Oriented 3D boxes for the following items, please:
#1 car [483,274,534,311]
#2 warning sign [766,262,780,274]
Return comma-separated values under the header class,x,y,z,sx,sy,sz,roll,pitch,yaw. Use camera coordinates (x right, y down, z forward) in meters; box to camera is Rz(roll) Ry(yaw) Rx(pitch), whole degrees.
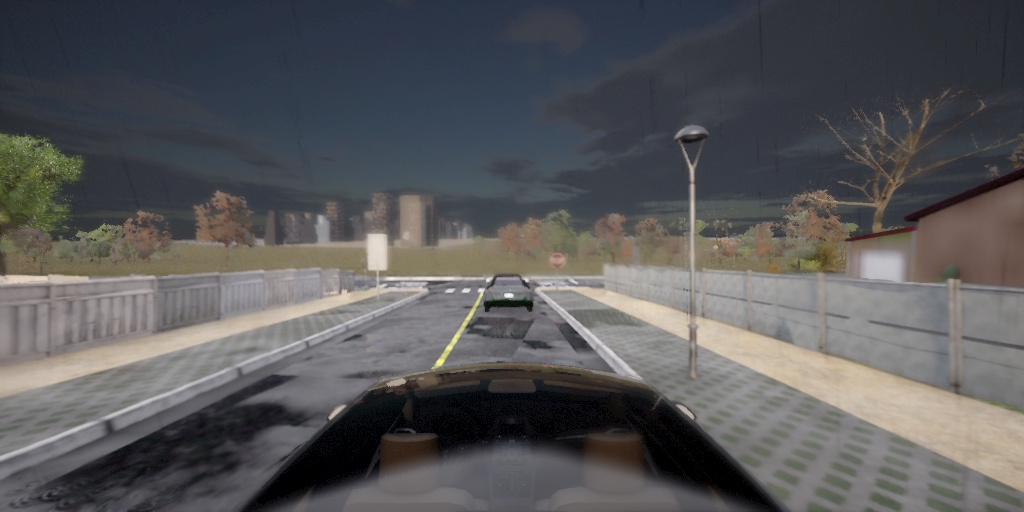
class,x,y,z,sx,sy,sz,roll,pitch,yaw
car,-0.171,1.451,15.286,1.994,1.385,4.181,0,-1,-2
warning sign,19.518,1.354,26.860,1.060,1.860,1.300,0,0,-4
